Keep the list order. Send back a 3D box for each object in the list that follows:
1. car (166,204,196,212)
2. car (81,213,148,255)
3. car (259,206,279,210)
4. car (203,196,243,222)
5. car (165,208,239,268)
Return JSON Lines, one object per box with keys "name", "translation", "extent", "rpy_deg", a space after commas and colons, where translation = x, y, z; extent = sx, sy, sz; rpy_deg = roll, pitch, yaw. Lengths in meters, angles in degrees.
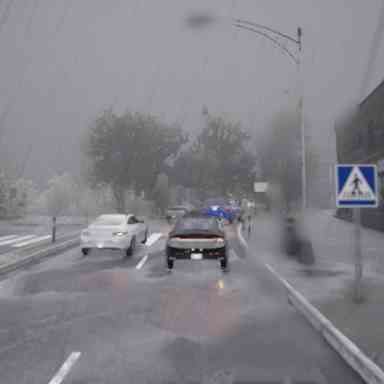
{"name": "car", "translation": [-0.536, 1.720, 26.961], "extent": [2.128, 1.511, 4.902], "rpy_deg": [-2, -3, 19]}
{"name": "car", "translation": [-2.992, 1.580, 13.438], "extent": [1.812, 1.442, 4.674], "rpy_deg": [0, -1, 2]}
{"name": "car", "translation": [18.991, 4.152, 82.019], "extent": [4.718, 1.301, 1.895], "rpy_deg": [-3, -6, 37]}
{"name": "car", "translation": [2.490, 1.361, 25.720], "extent": [2.150, 2.045, 5.566], "rpy_deg": [-2, -2, 19]}
{"name": "car", "translation": [0.188, 1.536, 11.460], "extent": [2.128, 1.511, 4.902], "rpy_deg": [0, 0, 1]}
